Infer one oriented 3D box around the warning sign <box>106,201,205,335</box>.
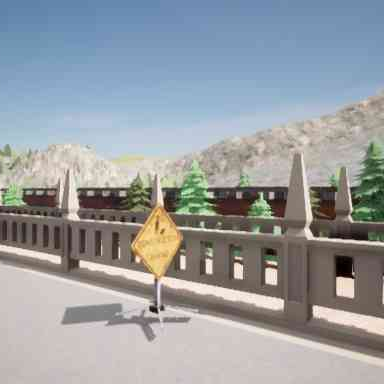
[{"bbox_3d":[-0.577,1.112,5.571,1.060,1.860,1.300,0,0,35],"label":"warning sign"}]
